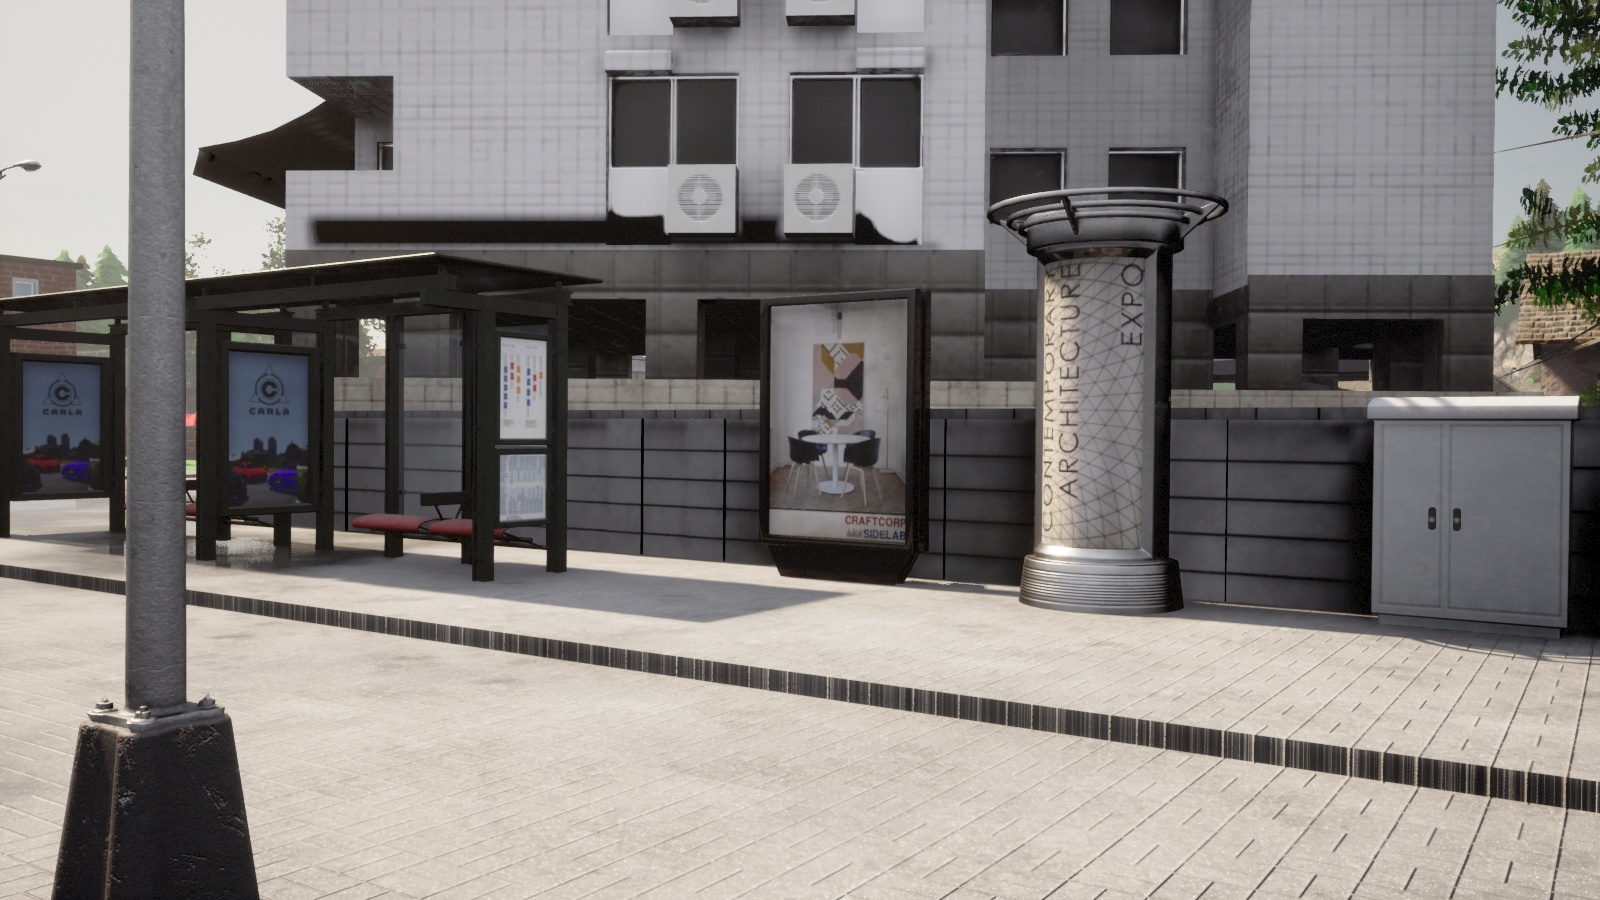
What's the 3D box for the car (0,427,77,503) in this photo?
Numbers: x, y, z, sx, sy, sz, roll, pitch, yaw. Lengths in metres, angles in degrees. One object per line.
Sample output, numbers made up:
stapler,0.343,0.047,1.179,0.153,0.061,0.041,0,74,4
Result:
car,-19.983,0.366,29.660,2.097,1.767,4.553,0,1,34
